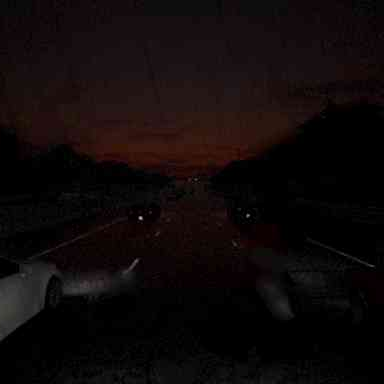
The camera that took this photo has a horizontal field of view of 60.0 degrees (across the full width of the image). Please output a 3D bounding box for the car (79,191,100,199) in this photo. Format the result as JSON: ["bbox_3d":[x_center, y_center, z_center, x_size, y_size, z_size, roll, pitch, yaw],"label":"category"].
[{"bbox_3d":[-17.496,0.959,57.897,1.882,1.535,5.008,0,1,1],"label":"car"}]

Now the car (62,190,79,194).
[{"bbox_3d":[-20.992,0.697,57.583,2.150,2.045,5.566,0,1,1],"label":"car"}]

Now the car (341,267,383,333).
[{"bbox_3d":[3.603,1.570,3.839,1.895,1.301,4.718,0,0,0],"label":"car"}]

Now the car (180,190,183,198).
[{"bbox_3d":[-3.452,0.883,70.597,2.033,1.411,5.357,0,1,0],"label":"car"}]

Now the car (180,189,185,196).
[{"bbox_3d":[-3.445,0.547,81.564,2.097,1.767,4.553,0,1,0],"label":"car"}]

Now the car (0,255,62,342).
[{"bbox_3d":[-3.397,1.489,4.475,1.812,1.442,4.674,0,0,0],"label":"car"}]

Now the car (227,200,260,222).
[{"bbox_3d":[3.616,1.294,23.878,2.128,1.511,4.902,0,1,0],"label":"car"}]

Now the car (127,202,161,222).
[{"bbox_3d":[-3.384,1.400,24.198,1.895,1.301,4.718,0,1,0],"label":"car"}]

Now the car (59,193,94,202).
[{"bbox_3d":[-14.060,1.199,40.561,2.033,1.411,5.357,0,1,0],"label":"car"}]

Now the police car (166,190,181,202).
[{"bbox_3d":[-3.459,0.969,59.598,2.038,1.542,4.974,0,1,0],"label":"police car"}]
